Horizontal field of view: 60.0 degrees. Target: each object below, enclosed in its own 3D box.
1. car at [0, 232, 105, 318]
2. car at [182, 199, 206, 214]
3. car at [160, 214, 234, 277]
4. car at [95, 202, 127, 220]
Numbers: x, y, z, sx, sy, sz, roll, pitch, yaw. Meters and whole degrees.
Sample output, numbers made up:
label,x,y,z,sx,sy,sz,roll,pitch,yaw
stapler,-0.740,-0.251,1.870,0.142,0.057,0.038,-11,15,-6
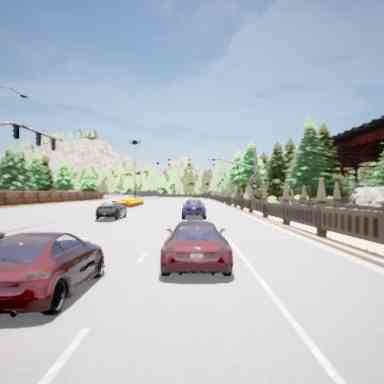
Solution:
label,x,y,z,sx,sy,sz,roll,pitch,yaw
car,-3.384,1.582,7.578,1.994,1.385,4.181,0,0,0
car,0.167,1.428,30.622,2.097,1.767,4.553,0,0,0
car,0.121,1.588,10.316,1.994,1.385,4.181,0,0,0
car,-6.839,1.561,28.519,2.128,1.511,4.902,0,0,0
